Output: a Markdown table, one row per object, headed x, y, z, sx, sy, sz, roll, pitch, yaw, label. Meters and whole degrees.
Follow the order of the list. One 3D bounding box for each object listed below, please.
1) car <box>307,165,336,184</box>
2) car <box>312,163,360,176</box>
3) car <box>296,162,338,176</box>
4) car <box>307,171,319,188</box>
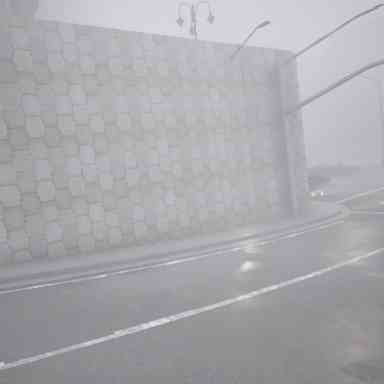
| x | y | z | sx | sy | sz | roll | pitch | yaw | label |
| --- | --- | --- | --- | --- | --- | --- | --- | --- | --- |
| 10.710 | -1.341 | 31.788 | 1.837 | 1.490 | 4.892 | -11 | 6 | -34 | car |
| 15.875 | -2.402 | 36.817 | 1.895 | 1.301 | 4.718 | -11 | 7 | -35 | car |
| 15.990 | -2.966 | 42.640 | 1.895 | 1.301 | 4.718 | -11 | 7 | -35 | car |
| 8.041 | -0.736 | 29.582 | 2.033 | 1.411 | 5.357 | -11 | 7 | -35 | car |
